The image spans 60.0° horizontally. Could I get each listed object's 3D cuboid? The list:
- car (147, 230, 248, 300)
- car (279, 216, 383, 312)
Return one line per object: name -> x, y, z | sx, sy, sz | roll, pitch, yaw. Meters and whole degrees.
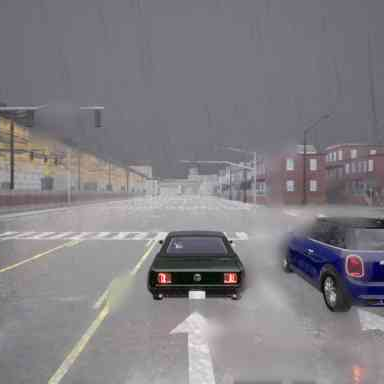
car -> 0.100, 1.601, 8.317 | 1.895, 1.301, 4.718 | 0, 0, 0
car -> 3.599, 1.352, 7.861 | 2.097, 1.767, 4.553 | 0, 0, -1
